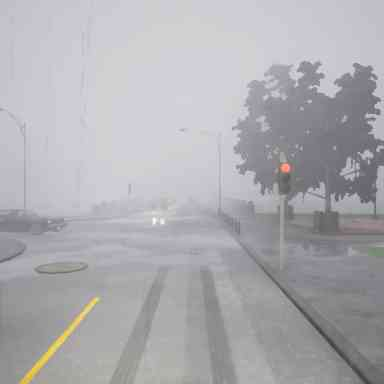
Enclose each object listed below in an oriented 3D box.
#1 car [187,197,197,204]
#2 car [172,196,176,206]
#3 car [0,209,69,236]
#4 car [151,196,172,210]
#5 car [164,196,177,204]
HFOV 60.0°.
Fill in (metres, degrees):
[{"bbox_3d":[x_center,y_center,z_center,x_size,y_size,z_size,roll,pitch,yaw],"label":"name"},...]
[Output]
[{"bbox_3d":[0.038,1.547,61.682,2.033,1.411,5.357,0,0,0],"label":"car"},{"bbox_3d":[-4.061,1.477,52.494,1.882,1.535,5.008,0,0,0],"label":"car"},{"bbox_3d":[-9.191,1.601,18.001,4.718,1.301,1.895,0,0,11],"label":"car"},{"bbox_3d":[-4.074,1.491,42.246,2.128,1.511,4.902,0,0,0],"label":"car"},{"bbox_3d":[-4.015,1.492,63.073,2.128,1.511,4.902,0,0,1],"label":"car"}]
